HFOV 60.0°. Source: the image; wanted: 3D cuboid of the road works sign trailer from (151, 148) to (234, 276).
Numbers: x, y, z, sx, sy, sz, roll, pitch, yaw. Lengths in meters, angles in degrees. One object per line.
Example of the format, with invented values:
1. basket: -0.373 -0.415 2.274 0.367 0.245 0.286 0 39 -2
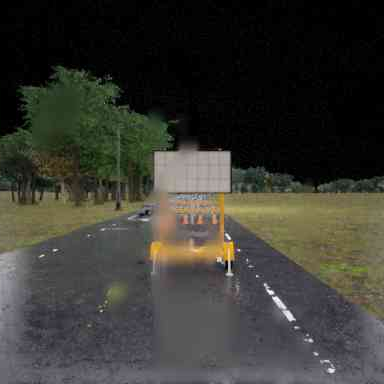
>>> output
1. road works sign trailer: 0.011 0.445 10.301 2.380 3.560 2.880 0 0 0

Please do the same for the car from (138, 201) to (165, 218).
1. car: -3.403 1.488 28.841 1.994 1.385 4.181 0 0 0
